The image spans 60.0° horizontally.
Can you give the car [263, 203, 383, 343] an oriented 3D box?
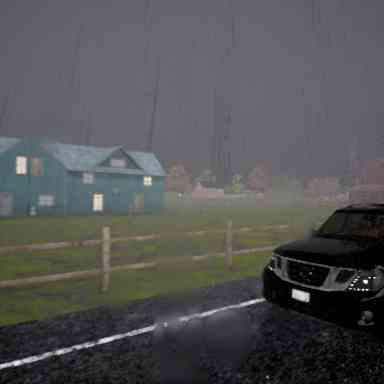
[{"bbox_3d":[3.934,1.279,6.785,5.566,2.045,2.150,1,0,-36],"label":"car"}]
